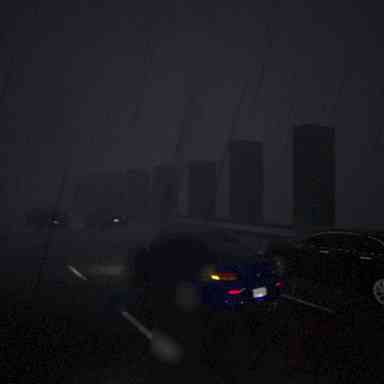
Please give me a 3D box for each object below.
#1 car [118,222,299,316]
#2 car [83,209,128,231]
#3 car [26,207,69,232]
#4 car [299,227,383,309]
[{"bbox_3d":[-0.010,1.627,7.828,1.812,1.442,4.674,1,-1,-32],"label":"car"},{"bbox_3d":[-6.101,1.847,23.250,1.994,1.385,4.181,1,-1,-36],"label":"car"},{"bbox_3d":[-9.822,1.742,22.437,1.882,1.535,5.008,1,-1,-36],"label":"car"},{"bbox_3d":[3.867,1.620,8.202,1.837,1.490,4.892,1,-1,-31],"label":"car"}]
